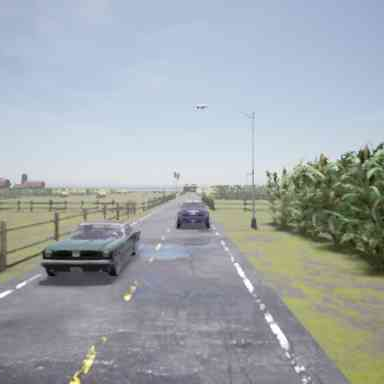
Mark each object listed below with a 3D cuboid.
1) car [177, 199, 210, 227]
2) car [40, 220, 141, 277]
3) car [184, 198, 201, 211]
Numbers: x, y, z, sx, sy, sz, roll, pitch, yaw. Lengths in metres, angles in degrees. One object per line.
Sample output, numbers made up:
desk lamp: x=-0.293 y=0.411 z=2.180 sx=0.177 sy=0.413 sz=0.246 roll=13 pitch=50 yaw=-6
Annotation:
car: x=0.081 y=1.350 z=22.818 sx=2.097 sy=1.767 sz=4.553 roll=0 pitch=0 yaw=0
car: x=-2.848 y=1.600 z=10.375 sx=1.895 sy=1.301 sz=4.718 roll=0 pitch=0 yaw=0
car: x=0.081 y=1.536 z=42.328 sx=2.033 sy=1.411 sz=5.357 roll=0 pitch=0 yaw=0
